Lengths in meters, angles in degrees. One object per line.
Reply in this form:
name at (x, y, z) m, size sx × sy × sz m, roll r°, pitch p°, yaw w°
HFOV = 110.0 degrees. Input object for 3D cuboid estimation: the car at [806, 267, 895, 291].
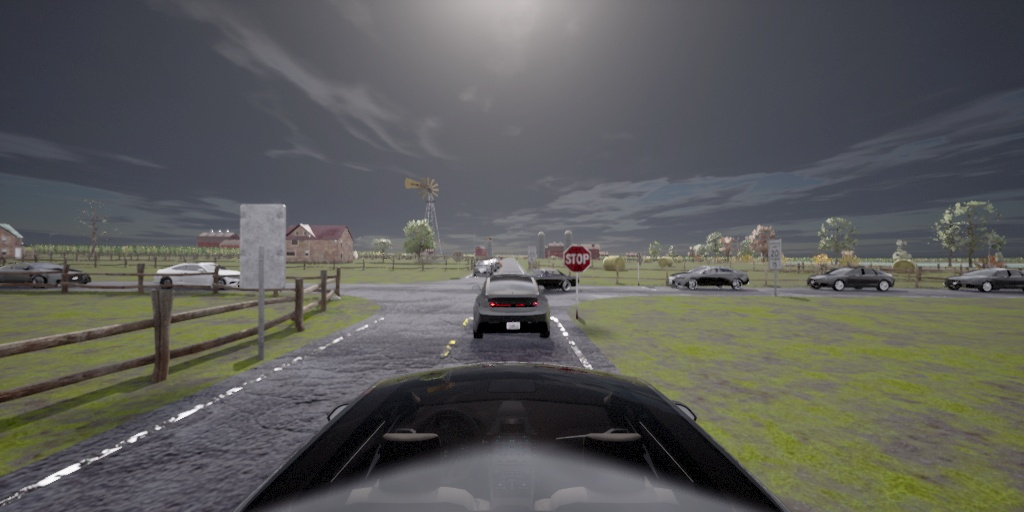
car at (22.190, 1.498, 23.610) m, size 4.892 × 1.490 × 1.837 m, roll 1°, pitch -1°, yaw -1°

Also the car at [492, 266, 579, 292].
car at (1.491, 1.368, 20.201) m, size 4.718 × 1.301 × 1.895 m, roll 1°, pitch 0°, yaw -35°

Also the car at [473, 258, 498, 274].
car at (-2.875, 1.240, 36.840) m, size 2.128 × 1.511 × 4.902 m, roll 0°, pitch 0°, yaw 0°

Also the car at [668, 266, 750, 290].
car at (12.788, 1.395, 23.434) m, size 4.902 × 1.511 × 2.128 m, roll 1°, pitch -1°, yaw -2°

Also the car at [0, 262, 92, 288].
car at (-26.372, 1.047, 19.977) m, size 4.181 × 1.385 × 1.994 m, roll 1°, pitch -1°, yaw -1°

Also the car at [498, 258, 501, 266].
car at (-2.872, 1.238, 46.286) m, size 2.128 × 1.511 × 4.902 m, roll 0°, pitch 0°, yaw 0°

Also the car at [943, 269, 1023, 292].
car at (31.692, 1.586, 23.735) m, size 4.892 × 1.490 × 1.837 m, roll 1°, pitch -1°, yaw -1°

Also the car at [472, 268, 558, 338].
car at (-0.078, 1.256, 10.154) m, size 1.837 × 1.490 × 4.892 m, roll 0°, pitch 0°, yaw -3°

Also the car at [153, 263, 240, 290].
car at (-17.252, 1.102, 20.103) m, size 4.674 × 1.442 × 1.812 m, roll 1°, pitch -1°, yaw -1°
